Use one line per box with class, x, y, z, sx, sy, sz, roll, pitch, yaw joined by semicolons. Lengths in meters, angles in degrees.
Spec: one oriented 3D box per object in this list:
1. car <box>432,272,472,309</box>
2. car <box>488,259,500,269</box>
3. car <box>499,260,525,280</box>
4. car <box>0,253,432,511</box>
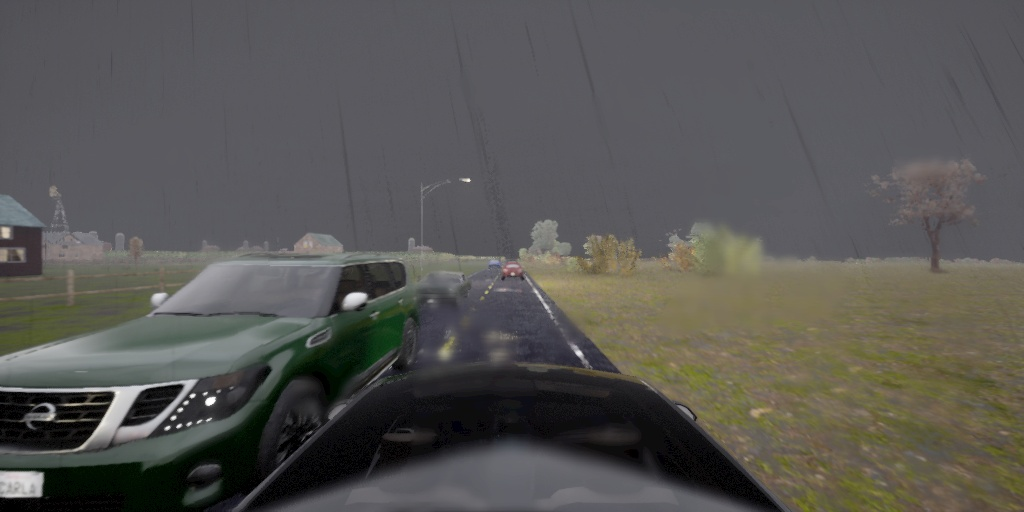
car;-2.856;1.354;15.182;1.895;1.301;4.718;0;0;0
car;-2.877;1.307;59.155;1.882;1.535;5.008;0;0;1
car;0.072;1.279;31.251;1.812;1.442;4.674;0;0;0
car;-2.847;0.975;4.844;2.150;2.045;5.566;0;0;0
